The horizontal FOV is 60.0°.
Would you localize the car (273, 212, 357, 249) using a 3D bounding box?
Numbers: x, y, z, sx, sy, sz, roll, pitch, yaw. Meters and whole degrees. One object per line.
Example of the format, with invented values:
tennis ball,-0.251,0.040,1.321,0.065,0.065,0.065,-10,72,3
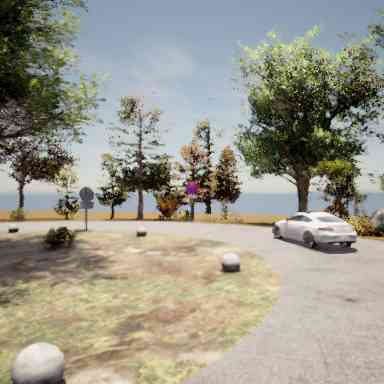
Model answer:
car,5.398,1.627,15.124,1.812,1.442,4.674,0,-1,-12
